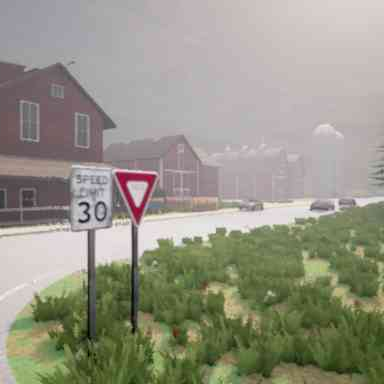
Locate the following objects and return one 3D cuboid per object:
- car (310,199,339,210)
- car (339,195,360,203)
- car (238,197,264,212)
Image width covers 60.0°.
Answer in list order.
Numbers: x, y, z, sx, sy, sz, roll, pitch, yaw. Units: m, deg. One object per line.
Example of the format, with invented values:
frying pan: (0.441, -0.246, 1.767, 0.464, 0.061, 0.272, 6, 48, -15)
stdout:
car: (15.131, 1.468, 38.490, 1.994, 1.385, 4.181, 0, 0, 36)
car: (23.211, 1.396, 49.799, 2.128, 1.511, 4.902, 0, 0, 36)
car: (6.819, 1.389, 38.168, 1.816, 1.474, 4.193, 7, 3, 33)
